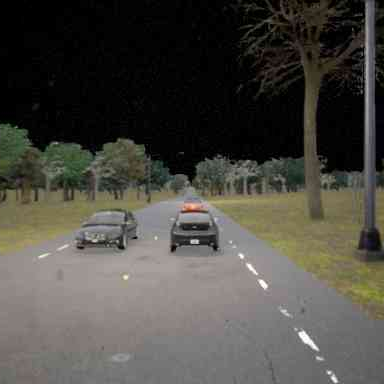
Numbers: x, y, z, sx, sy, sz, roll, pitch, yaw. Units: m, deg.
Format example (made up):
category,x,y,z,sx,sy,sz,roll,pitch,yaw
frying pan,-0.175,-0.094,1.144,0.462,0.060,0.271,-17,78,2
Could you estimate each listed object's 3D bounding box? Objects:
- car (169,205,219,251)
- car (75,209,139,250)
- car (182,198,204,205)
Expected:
category,x,y,z,sx,sy,sz,roll,pitch,yaw
car,0.096,1.514,14.206,1.837,1.490,4.892,0,0,0
car,-3.505,1.530,14.454,1.837,1.490,4.892,0,0,0
car,0.091,1.365,31.894,2.097,1.767,4.553,0,0,0
